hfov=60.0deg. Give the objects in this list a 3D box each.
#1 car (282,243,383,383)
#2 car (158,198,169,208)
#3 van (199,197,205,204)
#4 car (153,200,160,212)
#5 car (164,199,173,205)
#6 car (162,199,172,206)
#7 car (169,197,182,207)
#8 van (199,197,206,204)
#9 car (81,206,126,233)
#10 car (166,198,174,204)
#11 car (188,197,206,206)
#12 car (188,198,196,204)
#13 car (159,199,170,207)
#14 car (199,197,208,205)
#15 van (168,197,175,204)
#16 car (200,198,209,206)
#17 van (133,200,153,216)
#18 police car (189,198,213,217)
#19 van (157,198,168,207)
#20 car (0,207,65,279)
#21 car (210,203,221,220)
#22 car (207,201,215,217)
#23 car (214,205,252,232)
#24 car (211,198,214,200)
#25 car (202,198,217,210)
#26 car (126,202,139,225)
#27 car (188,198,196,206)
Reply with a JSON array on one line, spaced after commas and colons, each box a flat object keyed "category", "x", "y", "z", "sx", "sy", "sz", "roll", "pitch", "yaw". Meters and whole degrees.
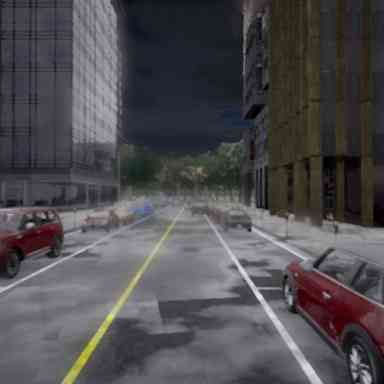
[{"category": "car", "x": 2.762, "y": 1.495, "z": 5.136, "sx": 1.967, "sy": 1.590, "sz": 4.097, "roll": 0, "pitch": -1, "yaw": 0}, {"category": "car", "x": -5.760, "y": 2.197, "z": 59.508, "sx": 1.947, "sy": 1.339, "sz": 4.313, "roll": 0, "pitch": -1, "yaw": 0}, {"category": "van", "x": 2.766, "y": 2.334, "z": 92.133, "sx": 1.690, "sy": 1.788, "sz": 3.998, "roll": 0, "pitch": -1, "yaw": 0}, {"category": "car", "x": -5.761, "y": 2.006, "z": 43.196, "sx": 2.008, "sy": 1.369, "sz": 4.403, "roll": 0, "pitch": -1, "yaw": 0}, {"category": "car", "x": -5.759, "y": 2.395, "z": 81.087, "sx": 1.752, "sy": 1.417, "sz": 4.829, "roll": 0, "pitch": -1, "yaw": 0}, {"category": "car", "x": -5.760, "y": 2.377, "z": 75.819, "sx": 1.947, "sy": 1.339, "sz": 4.313, "roll": 0, "pitch": -1, "yaw": 0}, {"category": "car", "x": -3.023, "y": 2.185, "z": 64.767, "sx": 2.128, "sy": 1.511, "sz": 4.902, "roll": 0, "pitch": -1, "yaw": 1}, {"category": "van", "x": 2.766, "y": 2.273, "z": 86.696, "sx": 1.690, "sy": 1.788, "sz": 3.998, "roll": 0, "pitch": -1, "yaw": 0}, {"category": "car", "x": -5.762, "y": 1.807, "z": 21.447, "sx": 1.802, "sy": 1.307, "sz": 4.206, "roll": 0, "pitch": -1, "yaw": 0}, {"category": "car", "x": -5.759, "y": 2.372, "z": 86.695, "sx": 1.967, "sy": 1.590, "sz": 4.097, "roll": 0, "pitch": -1, "yaw": 0}, {"category": "car", "x": 0.902, "y": 1.837, "z": 45.997, "sx": 2.097, "sy": 1.767, "sz": 4.553, "roll": 0, "pitch": -1, "yaw": 0}, {"category": "car", "x": 0.005, "y": 2.315, "z": 87.247, "sx": 1.837, "sy": 1.490, "sz": 4.892, "roll": 0, "pitch": -1, "yaw": 0}, {"category": "car", "x": -5.760, "y": 2.274, "z": 70.213, "sx": 1.752, "sy": 1.417, "sz": 4.829, "roll": 0, "pitch": -1, "yaw": 0}, {"category": "car", "x": 2.765, "y": 2.186, "z": 81.259, "sx": 2.192, "sy": 1.841, "sz": 5.009, "roll": 0, "pitch": -1, "yaw": 0}, {"category": "van", "x": -5.759, "y": 2.334, "z": 92.134, "sx": 1.690, "sy": 1.788, "sz": 3.998, "roll": 0, "pitch": -1, "yaw": 0}, {"category": "car", "x": 2.765, "y": 2.251, "z": 75.820, "sx": 1.967, "sy": 1.590, "sz": 4.097, "roll": 0, "pitch": -1, "yaw": 0}, {"category": "van", "x": -5.762, "y": 1.739, "z": 37.761, "sx": 1.690, "sy": 1.788, "sz": 3.998, "roll": 0, "pitch": -1, "yaw": 0}, {"category": "police car", "x": 0.902, "y": 1.806, "z": 36.137, "sx": 1.930, "sy": 1.638, "sz": 5.238, "roll": 0, "pitch": -1, "yaw": 0}, {"category": "van", "x": -5.760, "y": 2.032, "z": 64.947, "sx": 1.690, "sy": 1.788, "sz": 3.998, "roll": 0, "pitch": -1, "yaw": 0}, {"category": "car", "x": -5.763, "y": 1.426, "z": 10.575, "sx": 2.192, "sy": 1.841, "sz": 5.009, "roll": 0, "pitch": -1, "yaw": 0}, {"category": "car", "x": 2.763, "y": 1.827, "z": 26.884, "sx": 1.887, "sy": 1.381, "sz": 4.507, "roll": 0, "pitch": -1, "yaw": 0}, {"category": "car", "x": 2.764, "y": 1.885, "z": 32.321, "sx": 1.887, "sy": 1.381, "sz": 4.507, "roll": 0, "pitch": -1, "yaw": 0}, {"category": "car", "x": 2.763, "y": 1.776, "z": 21.446, "sx": 2.008, "sy": 1.369, "sz": 4.403, "roll": 0, "pitch": -1, "yaw": 0}, {"category": "car", "x": 2.764, "y": 2.041, "z": 48.803, "sx": 1.752, "sy": 1.417, "sz": 4.829, "roll": 0, "pitch": -1, "yaw": 0}, {"category": "car", "x": 2.764, "y": 1.888, "z": 54.073, "sx": 2.192, "sy": 1.841, "sz": 5.009, "roll": 0, "pitch": -1, "yaw": 0}, {"category": "car", "x": -5.762, "y": 1.806, "z": 26.715, "sx": 1.752, "sy": 1.417, "sz": 4.829, "roll": 0, "pitch": -1, "yaw": 0}, {"category": "car", "x": 0.004, "y": 2.161, "z": 72.142, "sx": 1.837, "sy": 1.490, "sz": 4.892, "roll": 0, "pitch": -1, "yaw": 0}]
